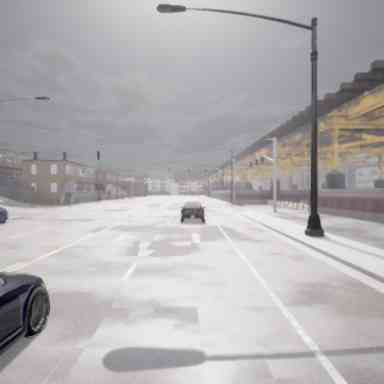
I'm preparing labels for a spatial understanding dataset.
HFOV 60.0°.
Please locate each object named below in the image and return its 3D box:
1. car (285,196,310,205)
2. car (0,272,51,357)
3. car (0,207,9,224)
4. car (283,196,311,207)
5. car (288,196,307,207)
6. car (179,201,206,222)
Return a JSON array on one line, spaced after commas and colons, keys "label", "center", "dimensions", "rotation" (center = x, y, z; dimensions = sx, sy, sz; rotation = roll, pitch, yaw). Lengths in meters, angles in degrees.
[{"label": "car", "center": [15.982, 1.284, 50.415], "dimensions": [1.853, 1.218, 4.536], "rotation": [0, 0, 44]}, {"label": "car", "center": [-3.395, 1.563, 3.989], "dimensions": [1.994, 1.385, 4.181], "rotation": [0, 0, 0]}, {"label": "car", "center": [-14.049, 1.521, 22.086], "dimensions": [1.812, 1.442, 4.674], "rotation": [0, 0, 0]}, {"label": "car", "center": [15.946, 1.441, 50.377], "dimensions": [2.038, 1.542, 4.974], "rotation": [0, 0, 44]}, {"label": "car", "center": [15.987, 1.285, 45.727], "dimensions": [1.853, 1.218, 4.536], "rotation": [0, 0, -36]}, {"label": "car", "center": [0.069, 1.499, 26.240], "dimensions": [1.837, 1.490, 4.892], "rotation": [0, 0, 0]}]
